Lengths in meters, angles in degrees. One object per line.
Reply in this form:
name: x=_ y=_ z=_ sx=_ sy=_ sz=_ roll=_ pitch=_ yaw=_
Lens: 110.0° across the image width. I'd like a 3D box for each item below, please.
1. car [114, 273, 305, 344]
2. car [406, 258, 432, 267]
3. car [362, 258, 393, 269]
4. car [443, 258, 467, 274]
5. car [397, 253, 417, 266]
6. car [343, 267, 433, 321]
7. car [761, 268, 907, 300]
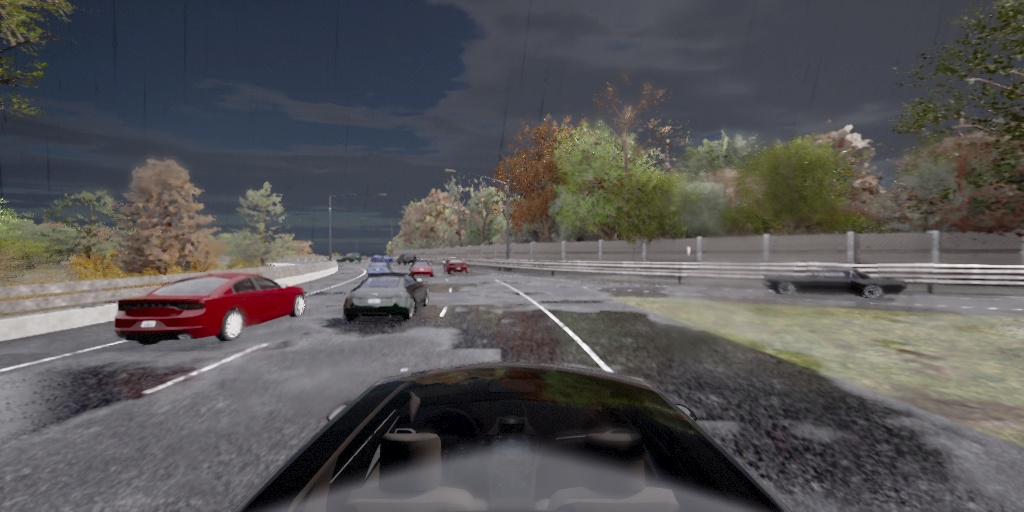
car: x=-7.477 y=1.192 z=9.621 sx=1.882 sy=1.535 sz=5.008 roll=0 pitch=0 yaw=-5
car: x=-8.277 y=1.103 z=32.491 sx=1.994 sy=1.385 sz=4.181 roll=0 pitch=0 yaw=-17
car: x=-11.285 y=1.111 z=30.645 sx=2.033 sy=1.411 sz=5.357 roll=0 pitch=0 yaw=-16
car: x=-5.765 y=0.981 z=35.960 sx=1.882 sy=1.535 sz=5.008 roll=0 pitch=0 yaw=-18
car: x=-18.208 y=0.563 z=62.307 sx=2.150 sy=2.045 sz=5.566 roll=0 pitch=1 yaw=-33
car: x=-4.105 y=1.246 z=12.277 sx=1.994 sy=1.385 sz=4.181 roll=0 pitch=0 yaw=-4
car: x=14.204 y=1.189 z=16.277 sx=4.718 sy=1.301 sz=1.895 roll=0 pitch=1 yaw=28
